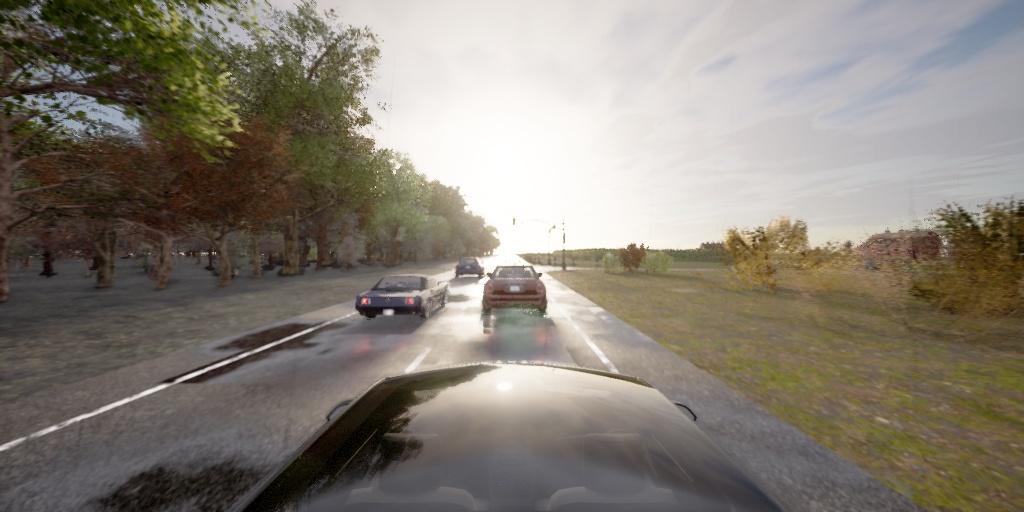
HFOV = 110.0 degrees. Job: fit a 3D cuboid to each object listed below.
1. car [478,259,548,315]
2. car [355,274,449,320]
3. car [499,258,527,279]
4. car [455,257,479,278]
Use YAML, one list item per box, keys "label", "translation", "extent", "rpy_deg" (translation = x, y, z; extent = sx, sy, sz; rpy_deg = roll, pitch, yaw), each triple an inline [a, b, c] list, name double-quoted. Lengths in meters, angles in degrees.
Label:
- label: "car"
  translation: [0.090, 1.001, 13.248]
  extent: [2.097, 1.767, 4.553]
  rpy_deg: [0, 1, 0]
- label: "car"
  translation: [-3.409, 1.258, 12.135]
  extent: [1.895, 1.301, 4.718]
  rpy_deg: [0, 0, 0]
- label: "car"
  translation: [0.087, 0.984, 30.231]
  extent: [2.128, 1.511, 4.902]
  rpy_deg: [0, 0, 0]
- label: "car"
  translation: [-3.414, 0.850, 29.993]
  extent: [2.097, 1.767, 4.553]
  rpy_deg: [0, 1, 0]
